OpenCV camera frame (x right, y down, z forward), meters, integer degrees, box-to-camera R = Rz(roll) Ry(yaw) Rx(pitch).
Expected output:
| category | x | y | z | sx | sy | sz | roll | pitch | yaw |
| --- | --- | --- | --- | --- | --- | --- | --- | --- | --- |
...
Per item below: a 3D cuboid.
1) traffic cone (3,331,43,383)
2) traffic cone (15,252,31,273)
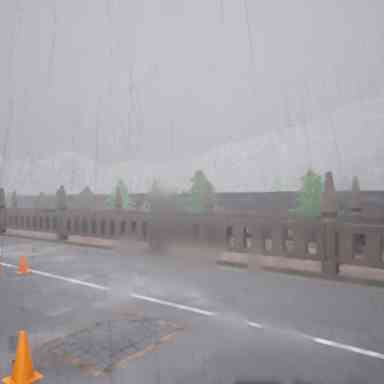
| category | x | y | z | sx | sy | sz | roll | pitch | yaw |
| --- | --- | --- | --- | --- | --- | --- | --- | --- | --- |
| traffic cone | -2.083 | 2.013 | 4.098 | 0.340 | 0.580 | 0.340 | -1 | -1 | 36 |
| traffic cone | -5.121 | 2.126 | 10.077 | 0.340 | 0.580 | 0.340 | -1 | -1 | 36 |
